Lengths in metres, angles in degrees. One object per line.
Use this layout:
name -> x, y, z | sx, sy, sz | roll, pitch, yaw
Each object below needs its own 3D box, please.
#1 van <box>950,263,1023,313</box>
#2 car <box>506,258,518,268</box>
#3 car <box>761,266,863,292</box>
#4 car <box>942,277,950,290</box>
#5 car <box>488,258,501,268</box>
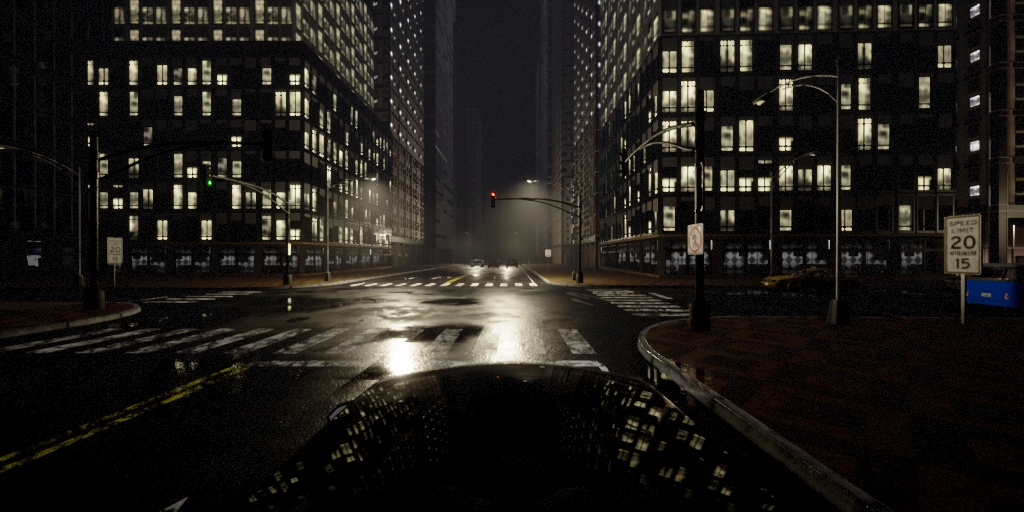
van -> 18.360, 1.119, 12.413 | 3.998, 1.789, 1.690 | 0, 0, 2
car -> 0.013, 1.212, 63.559 | 2.097, 1.767, 4.553 | 0, 0, 0
car -> 17.091, 1.293, 20.585 | 4.829, 1.417, 1.751 | 0, 0, 2
car -> 26.926, 1.356, 20.099 | 4.207, 1.307, 1.802 | 0, 0, 2
car -> -3.237, 1.460, 63.203 | 1.895, 1.301, 4.718 | 0, 0, 0
